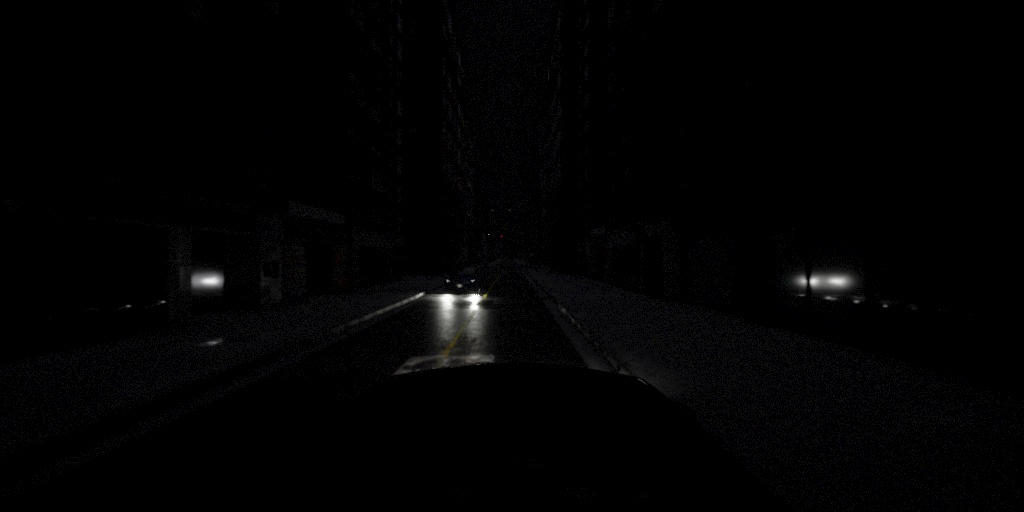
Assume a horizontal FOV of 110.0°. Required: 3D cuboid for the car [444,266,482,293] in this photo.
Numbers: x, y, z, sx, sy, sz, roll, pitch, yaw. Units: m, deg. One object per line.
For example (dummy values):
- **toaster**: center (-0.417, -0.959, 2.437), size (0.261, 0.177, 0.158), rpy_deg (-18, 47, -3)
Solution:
- **car**: center (-2.841, 1.346, 21.699), size (1.812, 1.442, 4.674), rpy_deg (0, 0, 0)
